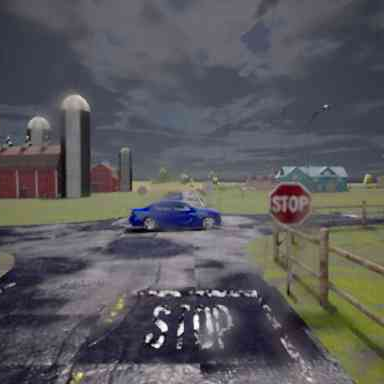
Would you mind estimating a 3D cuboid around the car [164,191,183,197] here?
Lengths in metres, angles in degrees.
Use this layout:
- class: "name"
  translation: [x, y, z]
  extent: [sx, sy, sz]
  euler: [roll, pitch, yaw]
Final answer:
- class: "car"
  translation: [-2.805, 0.667, 47.315]
  extent: [2.097, 1.767, 4.553]
  euler: [0, 1, 0]

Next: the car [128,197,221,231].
- class: "car"
  translation: [-0.900, 1.227, 17.988]
  extent: [5.008, 1.535, 1.882]
  euler: [0, 1, -11]

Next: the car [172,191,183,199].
- class: "car"
  translation: [-2.746, 0.556, 63.773]
  extent: [1.882, 1.535, 5.008]
  euler: [0, 1, 0]
